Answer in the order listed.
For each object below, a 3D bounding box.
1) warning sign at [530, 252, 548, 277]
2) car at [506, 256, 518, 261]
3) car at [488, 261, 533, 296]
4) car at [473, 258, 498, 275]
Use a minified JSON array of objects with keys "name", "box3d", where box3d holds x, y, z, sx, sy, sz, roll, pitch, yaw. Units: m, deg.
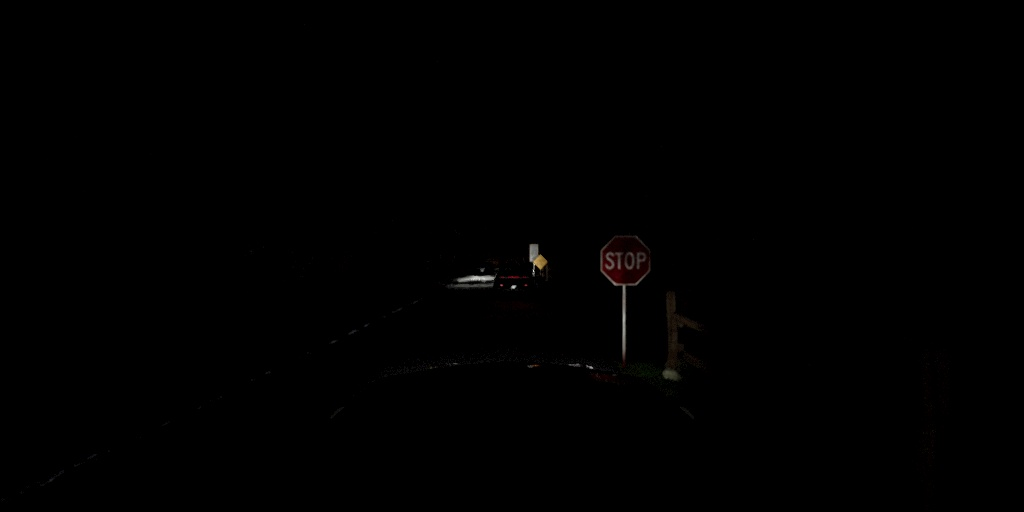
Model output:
[{"name":"warning sign","box3d":[2.422,0.790,30.566,1.300,1.860,1.060,0,0,0]},{"name":"car","box3d":[-0.057,1.122,62.550,1.994,1.385,4.181,0,0,0]},{"name":"car","box3d":[0.081,1.199,18.818,2.128,1.511,4.902,0,0,0]},{"name":"car","box3d":[-2.879,1.148,37.035,2.128,1.511,4.902,0,0,0]}]
